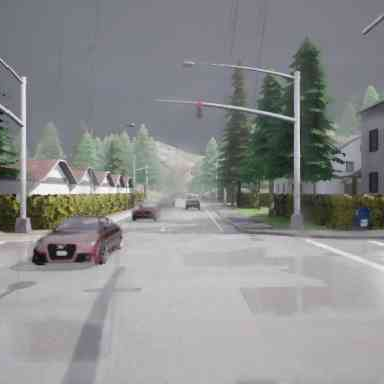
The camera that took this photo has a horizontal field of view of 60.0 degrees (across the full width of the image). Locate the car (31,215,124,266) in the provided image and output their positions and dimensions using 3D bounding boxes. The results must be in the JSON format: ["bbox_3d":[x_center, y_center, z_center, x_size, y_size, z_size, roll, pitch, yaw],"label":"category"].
[{"bbox_3d":[-3.615,1.504,11.201,1.994,1.385,4.181,-1,0,0],"label":"car"}]

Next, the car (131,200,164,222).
[{"bbox_3d":[-3.586,1.609,26.686,1.895,1.301,4.718,0,0,0],"label":"car"}]

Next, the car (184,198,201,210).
[{"bbox_3d":[0.100,1.518,43.303,1.837,1.490,4.892,0,0,0],"label":"car"}]

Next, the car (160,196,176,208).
[{"bbox_3d":[-3.517,1.365,47.906,2.097,1.767,4.553,0,0,0],"label":"car"}]
